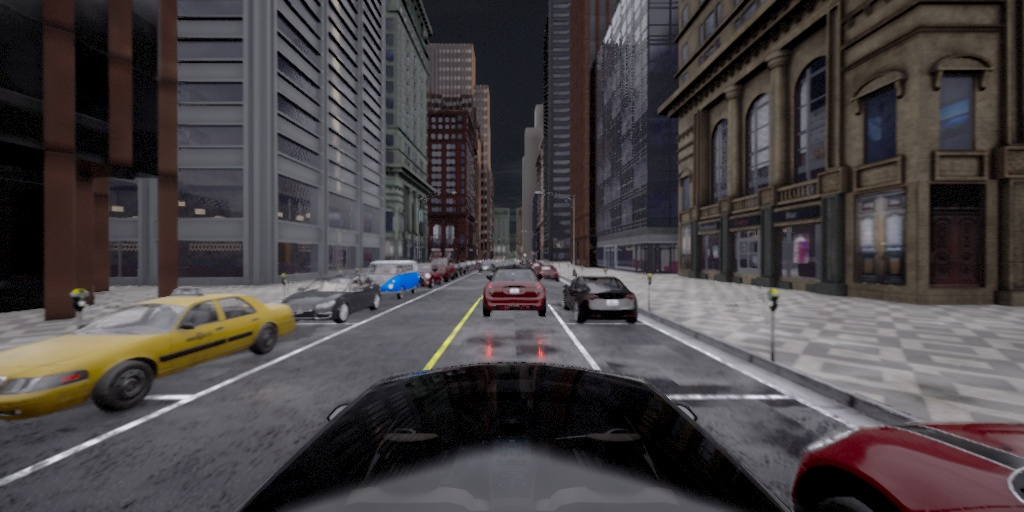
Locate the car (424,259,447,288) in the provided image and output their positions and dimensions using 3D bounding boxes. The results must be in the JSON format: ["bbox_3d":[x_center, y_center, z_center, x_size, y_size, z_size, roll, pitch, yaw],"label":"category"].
[{"bbox_3d":[-5.757,1.197,23.191,1.967,1.591,4.097,0,0,0],"label":"car"}]

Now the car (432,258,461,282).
[{"bbox_3d":[-5.755,1.074,28.828,2.192,1.841,5.009,0,0,0],"label":"car"}]

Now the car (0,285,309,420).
[{"bbox_3d":[-5.761,1.276,6.112,1.751,1.417,4.829,0,0,0],"label":"car"}]

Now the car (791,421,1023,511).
[{"bbox_3d":[2.762,1.190,0.650,1.967,1.591,4.097,0,0,0],"label":"car"}]

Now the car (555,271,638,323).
[{"bbox_3d":[2.765,1.318,11.922,1.948,1.339,4.313,0,0,0],"label":"car"}]

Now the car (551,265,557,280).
[{"bbox_3d":[2.770,1.342,28.832,1.802,1.307,4.207,0,0,0],"label":"car"}]

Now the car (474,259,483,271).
[{"bbox_3d":[-3.078,1.260,43.863,2.128,1.511,4.902,0,0,0],"label":"car"}]

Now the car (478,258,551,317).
[{"bbox_3d":[0.087,1.106,13.402,2.097,1.767,4.553,0,0,0],"label":"car"}]

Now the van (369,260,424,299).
[{"bbox_3d":[-5.758,1.095,17.554,1.690,1.789,3.998,0,0,0],"label":"van"}]

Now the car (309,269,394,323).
[{"bbox_3d":[-5.760,1.303,11.918,2.007,1.370,4.403,0,0,0],"label":"car"}]

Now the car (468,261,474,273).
[{"bbox_3d":[-5.752,1.331,40.101,1.948,1.339,4.313,0,0,0],"label":"car"}]

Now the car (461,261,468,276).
[{"bbox_3d":[-5.754,1.328,34.465,1.948,1.339,4.313,0,0,0],"label":"car"}]
